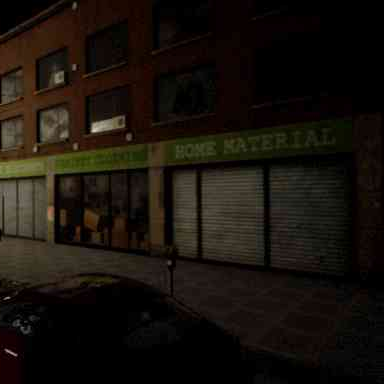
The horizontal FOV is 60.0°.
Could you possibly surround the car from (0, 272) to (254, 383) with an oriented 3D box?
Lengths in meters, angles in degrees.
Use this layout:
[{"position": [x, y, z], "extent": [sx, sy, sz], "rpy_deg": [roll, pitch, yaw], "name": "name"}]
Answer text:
[{"position": [-1.376, 1.616, 3.793], "extent": [4.206, 1.307, 1.802], "rpy_deg": [-1, 0, 36], "name": "car"}]
